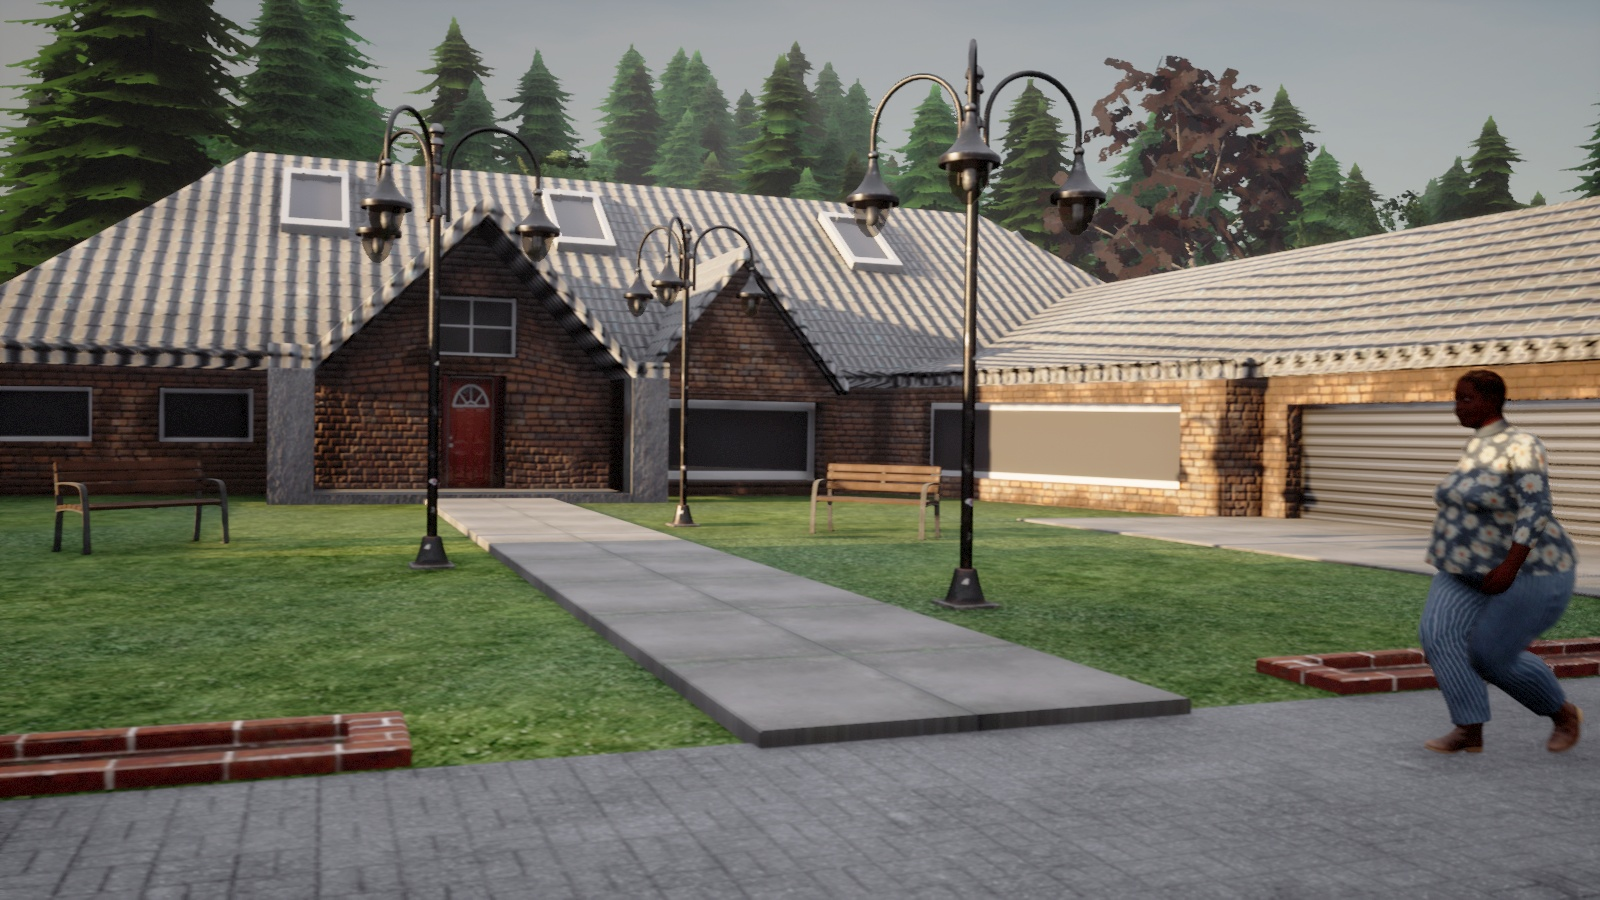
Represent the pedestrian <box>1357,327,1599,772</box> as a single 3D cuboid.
[{"bbox_3d":[3.194,0.408,5.706,0.900,1.855,0.874,0,1,-6],"label":"pedestrian"}]
